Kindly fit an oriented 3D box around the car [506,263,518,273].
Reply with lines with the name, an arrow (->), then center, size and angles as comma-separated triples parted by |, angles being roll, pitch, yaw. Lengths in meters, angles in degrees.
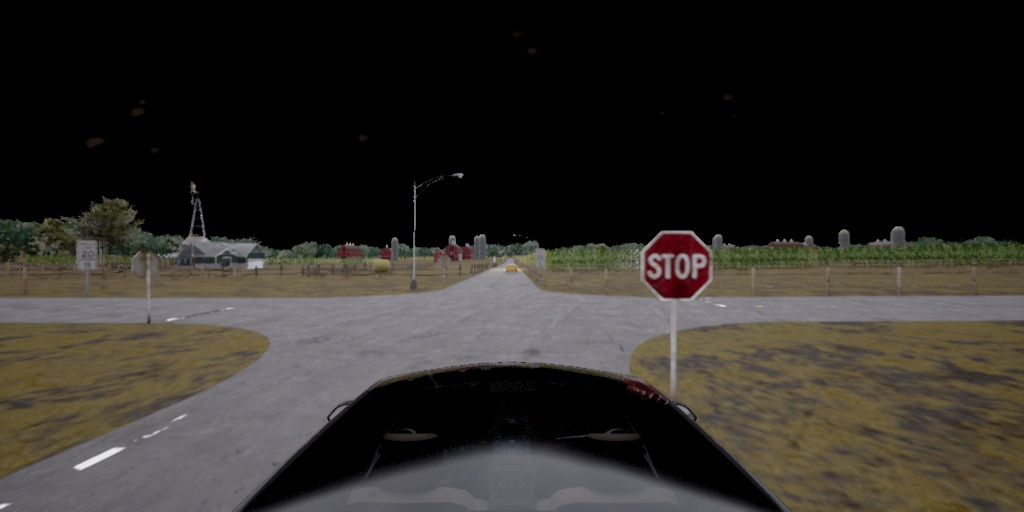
car -> -0.025, 1.961, 59.630 | 1.882, 1.535, 5.008 | 0, -1, 0
